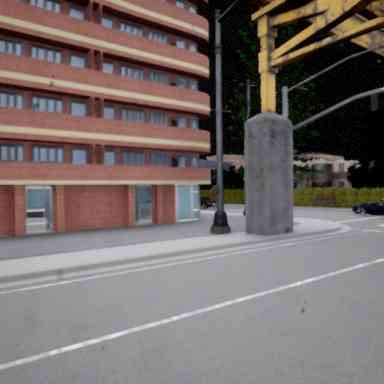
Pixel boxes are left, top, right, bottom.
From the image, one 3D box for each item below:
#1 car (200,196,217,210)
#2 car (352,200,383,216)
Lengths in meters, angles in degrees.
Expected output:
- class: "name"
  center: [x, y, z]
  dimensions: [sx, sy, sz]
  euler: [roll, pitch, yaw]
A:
- class: "car"
  center: [1.162, 1.159, 36.551]
  dimensions: [1.812, 1.442, 4.674]
  euler: [-1, 1, -36]
- class: "car"
  center: [14.351, 1.170, 24.341]
  dimensions: [1.895, 1.301, 4.718]
  euler: [-1, 1, -34]
